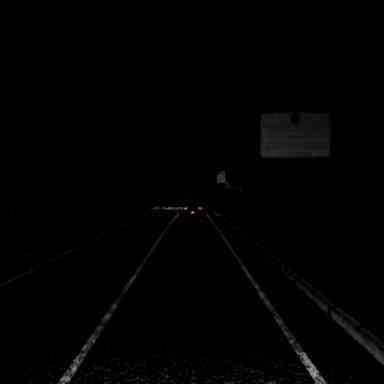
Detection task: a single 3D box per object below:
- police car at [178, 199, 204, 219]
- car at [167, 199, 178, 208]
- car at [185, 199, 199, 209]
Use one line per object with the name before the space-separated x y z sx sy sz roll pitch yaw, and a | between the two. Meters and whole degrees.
police car | 0.084 1.539 29.519 2.038 1.542 4.974 0 -1 0
car | -3.046 1.849 56.008 1.812 1.442 4.674 0 -1 0
car | 0.014 1.809 50.005 2.033 1.411 5.357 0 -1 0
